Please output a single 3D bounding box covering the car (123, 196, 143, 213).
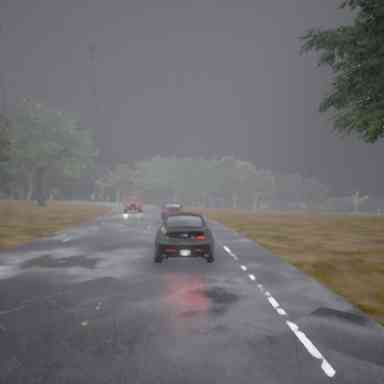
[{"bbox_3d":[-7.358,1.563,41.683,2.150,2.045,5.566,0,-1,-10],"label":"car"}]

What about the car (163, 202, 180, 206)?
[{"bbox_3d":[-1.718,1.616,28.514,1.812,1.442,4.674,-1,-1,-7],"label":"car"}]

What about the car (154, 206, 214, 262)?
[{"bbox_3d":[-0.307,1.471,11.962,1.837,1.490,4.892,0,1,-3],"label":"car"}]
